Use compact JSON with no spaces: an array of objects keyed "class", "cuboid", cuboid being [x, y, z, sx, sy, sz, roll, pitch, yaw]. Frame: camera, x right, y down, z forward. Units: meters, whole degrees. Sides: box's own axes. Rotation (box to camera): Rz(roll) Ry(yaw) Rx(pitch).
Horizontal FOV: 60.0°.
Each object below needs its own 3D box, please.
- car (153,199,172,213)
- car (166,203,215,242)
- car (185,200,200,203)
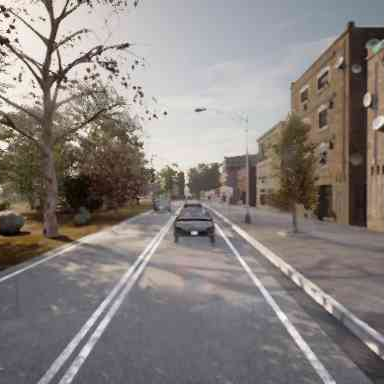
[{"class":"car","cuboid":[-3.391,1.611,39.144,2.128,1.511,4.902,0,-1,0]},{"class":"car","cuboid":[0.096,1.492,16.287,2.128,1.511,4.902,0,0,0]},{"class":"car","cuboid":[0.062,1.554,34.476,1.882,1.535,5.008,0,0,0]}]
